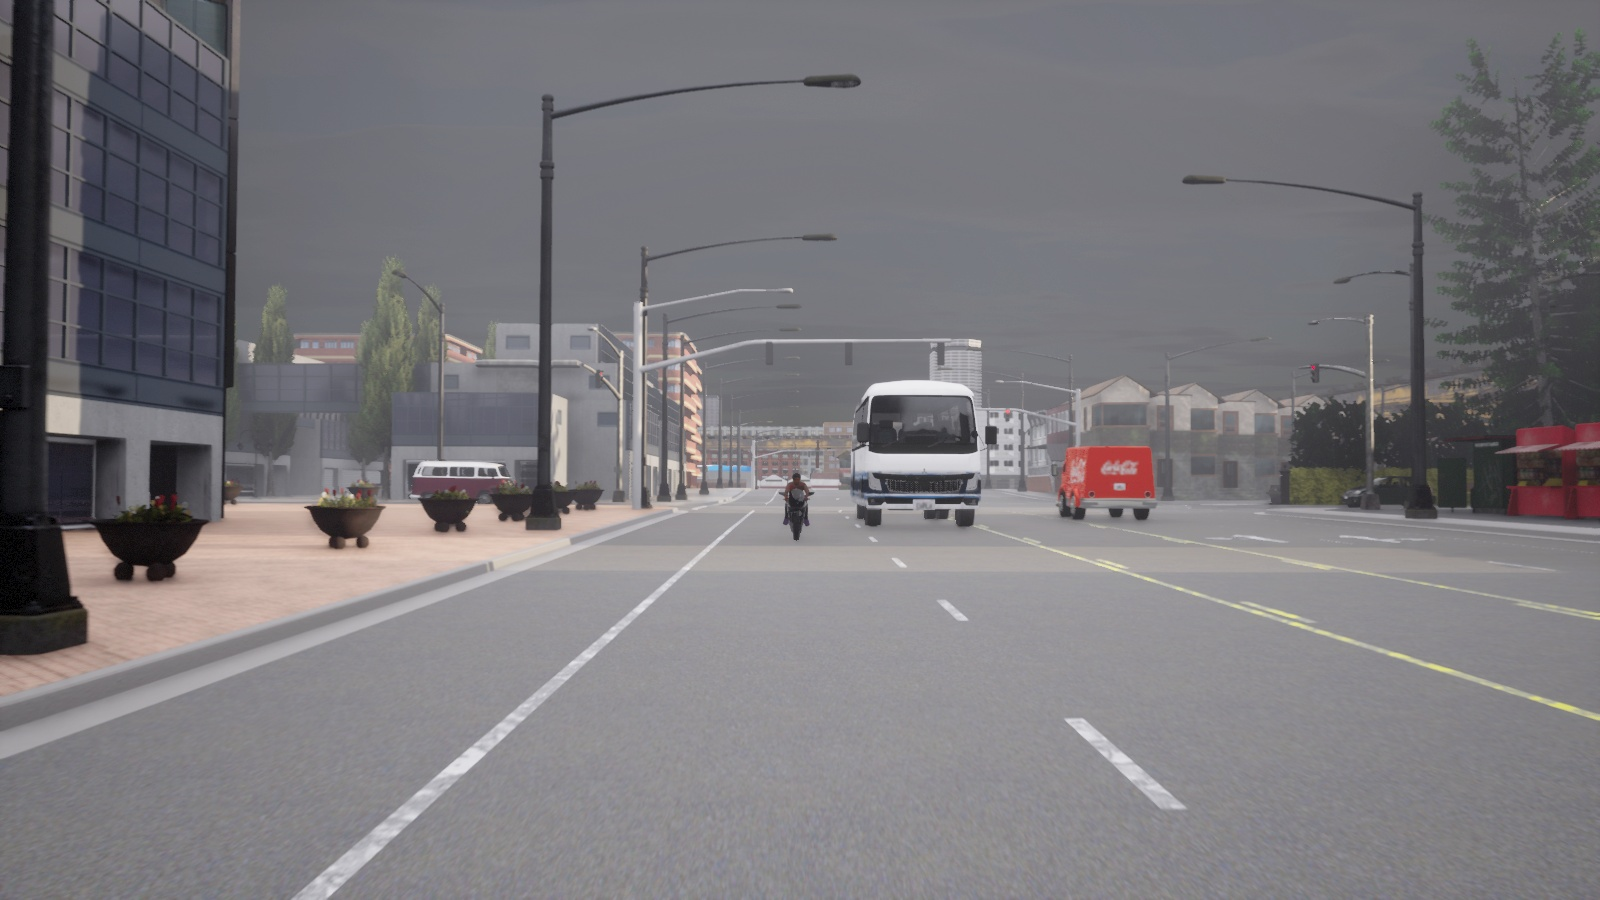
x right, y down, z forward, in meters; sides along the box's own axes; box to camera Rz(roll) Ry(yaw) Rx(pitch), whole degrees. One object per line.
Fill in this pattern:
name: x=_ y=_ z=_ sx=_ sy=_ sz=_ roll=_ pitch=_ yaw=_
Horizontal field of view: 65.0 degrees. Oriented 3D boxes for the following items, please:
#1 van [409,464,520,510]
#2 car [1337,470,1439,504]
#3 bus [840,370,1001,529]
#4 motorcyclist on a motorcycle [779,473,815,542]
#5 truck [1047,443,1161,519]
van: x=-15.171 y=1.671 z=56.971 sx=4.480 sy=2.038 sz=2.069 roll=0 pitch=-2 yaw=0
car: x=28.155 y=1.778 z=60.230 sx=3.988 sy=1.617 sz=1.851 roll=0 pitch=-2 yaw=0
bus: x=3.401 y=0.097 z=38.932 sx=3.944 sy=4.253 sz=10.273 roll=0 pitch=-1 yaw=0
motorcyclist on a motorcycle: x=-0.069 y=1.281 z=28.640 sx=0.797 sy=1.523 sz=2.044 roll=0 pitch=-1 yaw=0
truck: x=10.396 y=1.050 z=43.464 sx=2.627 sy=2.467 sz=5.204 roll=0 pitch=-1 yaw=0
